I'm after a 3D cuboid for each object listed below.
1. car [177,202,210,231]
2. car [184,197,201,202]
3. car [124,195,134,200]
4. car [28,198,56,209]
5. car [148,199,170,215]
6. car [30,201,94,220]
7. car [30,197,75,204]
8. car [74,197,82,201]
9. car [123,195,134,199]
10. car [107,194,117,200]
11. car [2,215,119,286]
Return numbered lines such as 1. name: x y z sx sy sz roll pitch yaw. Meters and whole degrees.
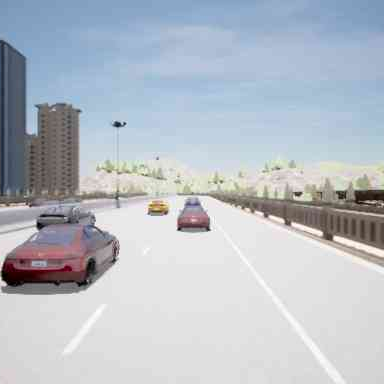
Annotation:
1. car: 0.100 1.565 20.857 1.994 1.385 4.181 0 0 0
2. car: 0.100 1.354 42.058 2.097 1.767 4.553 0 0 0
3. car: -17.115 1.588 90.397 1.895 1.301 4.718 0 0 2
4. car: -21.069 1.567 46.853 1.994 1.385 4.181 0 0 0
5. car: -3.401 1.479 34.492 1.882 1.535 5.008 0 0 0
6. car: -6.899 1.492 18.620 2.128 1.511 4.902 0 0 0
7. car: -14.095 1.549 33.737 2.033 1.411 5.357 0 0 0
8. car: -17.562 1.528 48.882 1.812 1.442 4.674 0 0 0
9. car: -13.981 1.502 73.407 1.837 1.490 4.892 0 0 0
10. car: -20.710 1.327 87.155 2.097 1.767 4.553 0 0 2
11. car: -3.399 1.564 9.406 1.994 1.385 4.181 0 0 0
